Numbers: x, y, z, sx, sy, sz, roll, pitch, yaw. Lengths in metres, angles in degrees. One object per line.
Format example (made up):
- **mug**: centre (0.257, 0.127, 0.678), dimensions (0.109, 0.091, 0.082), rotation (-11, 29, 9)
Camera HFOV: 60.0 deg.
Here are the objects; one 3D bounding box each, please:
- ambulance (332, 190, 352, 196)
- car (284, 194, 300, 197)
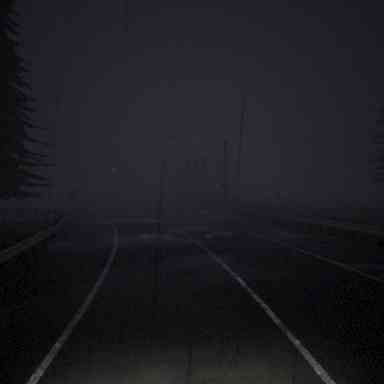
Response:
- **ambulance**: centre (37.057, 0.826, 82.178), dimensions (6.366, 2.431, 2.351), rotation (0, 0, -38)
- **car**: centre (26.327, 1.336, 87.463), dimensions (4.902, 1.511, 2.128), rotation (0, 0, -30)
